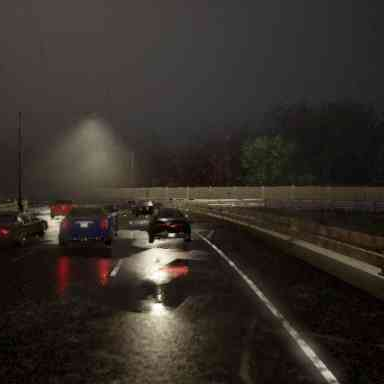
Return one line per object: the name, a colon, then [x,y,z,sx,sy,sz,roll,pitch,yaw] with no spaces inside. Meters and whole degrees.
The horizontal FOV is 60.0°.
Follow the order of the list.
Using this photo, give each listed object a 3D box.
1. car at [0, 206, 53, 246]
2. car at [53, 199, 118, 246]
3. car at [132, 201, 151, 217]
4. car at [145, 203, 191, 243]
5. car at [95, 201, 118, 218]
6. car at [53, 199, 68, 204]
car: [-8.107,1.561,15.015,2.033,1.411,5.357,0,0,-8]
car: [-4.639,1.364,15.487,2.097,1.767,4.553,0,0,-8]
car: [-4.644,1.561,31.876,2.033,1.411,5.357,0,0,-16]
car: [-1.180,1.514,16.018,1.837,1.490,4.892,0,0,-8]
car: [-8.002,1.571,30.888,1.994,1.385,4.181,0,0,-16]
car: [-11.351,1.364,29.871,2.097,1.767,4.553,0,0,-16]
